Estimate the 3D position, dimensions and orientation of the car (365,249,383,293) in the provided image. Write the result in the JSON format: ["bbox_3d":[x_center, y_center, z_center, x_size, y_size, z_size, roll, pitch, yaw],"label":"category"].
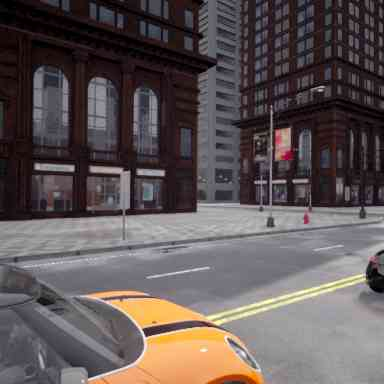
[{"bbox_3d":[5.865,1.584,7.647,4.181,1.385,1.994,0,0,-35],"label":"car"}]

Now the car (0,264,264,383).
[{"bbox_3d":[-1.561,1.352,2.325,4.553,1.767,2.097,0,0,-36],"label":"car"}]
